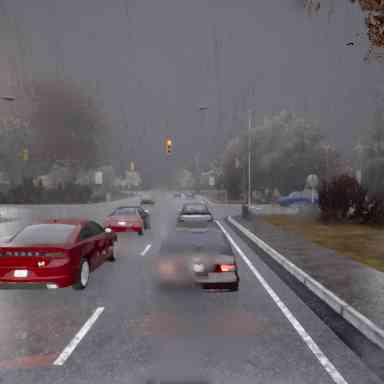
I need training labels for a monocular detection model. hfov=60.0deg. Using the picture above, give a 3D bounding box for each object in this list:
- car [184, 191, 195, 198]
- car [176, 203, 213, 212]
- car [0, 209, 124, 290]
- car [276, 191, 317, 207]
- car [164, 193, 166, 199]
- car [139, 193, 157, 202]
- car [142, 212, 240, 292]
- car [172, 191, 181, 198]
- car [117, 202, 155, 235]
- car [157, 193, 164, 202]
[{"bbox_3d":[-0.394,0.715,86.243,2.128,1.511,4.902,0,1,-4],"label":"car"},{"bbox_3d":[0.150,1.380,18.676,2.128,1.511,4.902,0,0,-1],"label":"car"},{"bbox_3d":[-3.388,1.445,9.060,1.882,1.535,5.008,0,0,0],"label":"car"},{"bbox_3d":[13.813,0.896,43.245,5.566,2.045,2.150,0,1,-4],"label":"car"},{"bbox_3d":[-7.066,0.926,77.023,1.895,1.301,4.718,0,1,-1],"label":"car"},{"bbox_3d":[-6.318,1.123,46.582,1.882,1.535,5.008,0,0,-10],"label":"car"},{"bbox_3d":[0.110,1.516,8.984,2.033,1.411,5.357,0,0,0],"label":"car"},{"bbox_3d":[-3.895,0.787,86.161,1.895,1.301,4.718,0,1,-4],"label":"car"},{"bbox_3d":[-3.379,1.458,18.047,1.994,1.385,4.181,0,0,0],"label":"car"},{"bbox_3d":[-6.994,0.976,62.728,1.882,1.535,5.008,0,0,0],"label":"car"}]
